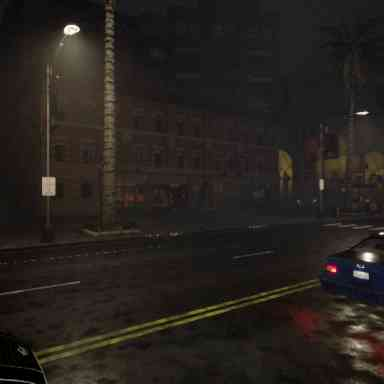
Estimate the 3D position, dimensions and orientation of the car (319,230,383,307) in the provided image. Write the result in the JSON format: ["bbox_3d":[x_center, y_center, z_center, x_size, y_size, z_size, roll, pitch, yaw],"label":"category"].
[{"bbox_3d":[5.104,1.547,7.481,5.357,1.411,2.033,0,0,-36],"label":"car"}]

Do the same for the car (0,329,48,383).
[{"bbox_3d":[-3.035,1.352,1.518,4.553,1.767,2.097,0,0,-36],"label":"car"}]
